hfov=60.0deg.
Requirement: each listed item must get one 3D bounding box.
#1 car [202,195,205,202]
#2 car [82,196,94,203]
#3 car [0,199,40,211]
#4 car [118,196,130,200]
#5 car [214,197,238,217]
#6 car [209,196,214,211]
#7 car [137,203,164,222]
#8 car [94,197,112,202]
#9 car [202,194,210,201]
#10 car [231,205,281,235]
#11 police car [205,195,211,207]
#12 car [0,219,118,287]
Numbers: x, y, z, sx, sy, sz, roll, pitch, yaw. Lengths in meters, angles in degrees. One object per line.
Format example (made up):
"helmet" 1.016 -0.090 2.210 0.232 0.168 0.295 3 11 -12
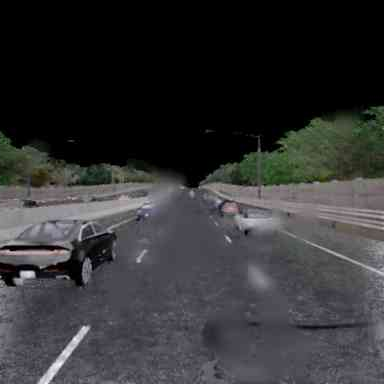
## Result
"car" 3.538 1.619 65.189 1.837 1.490 4.892 0 0 0
"car" -20.960 1.626 68.251 2.128 1.511 4.902 0 0 0
"car" -14.080 1.431 26.869 2.097 1.767 4.553 0 0 0
"car" -13.960 1.579 68.247 1.882 1.535 5.008 0 0 0
"car" 3.519 1.530 32.182 2.033 1.649 4.856 0 0 0
"car" 3.526 1.650 43.184 1.812 1.442 4.674 0 0 0
"car" -3.383 1.607 27.465 1.812 1.442 4.674 0 0 0
"car" -17.461 1.707 66.763 1.895 1.301 4.718 0 0 0
"car" 3.551 1.443 87.177 1.837 1.490 4.892 0 1 0
"car" 3.612 1.648 19.140 1.895 1.301 4.718 0 0 0
"police car" 3.532 1.549 54.296 1.930 1.638 5.238 0 0 0
"car" -3.394 1.498 9.298 2.128 1.511 4.902 0 0 0
